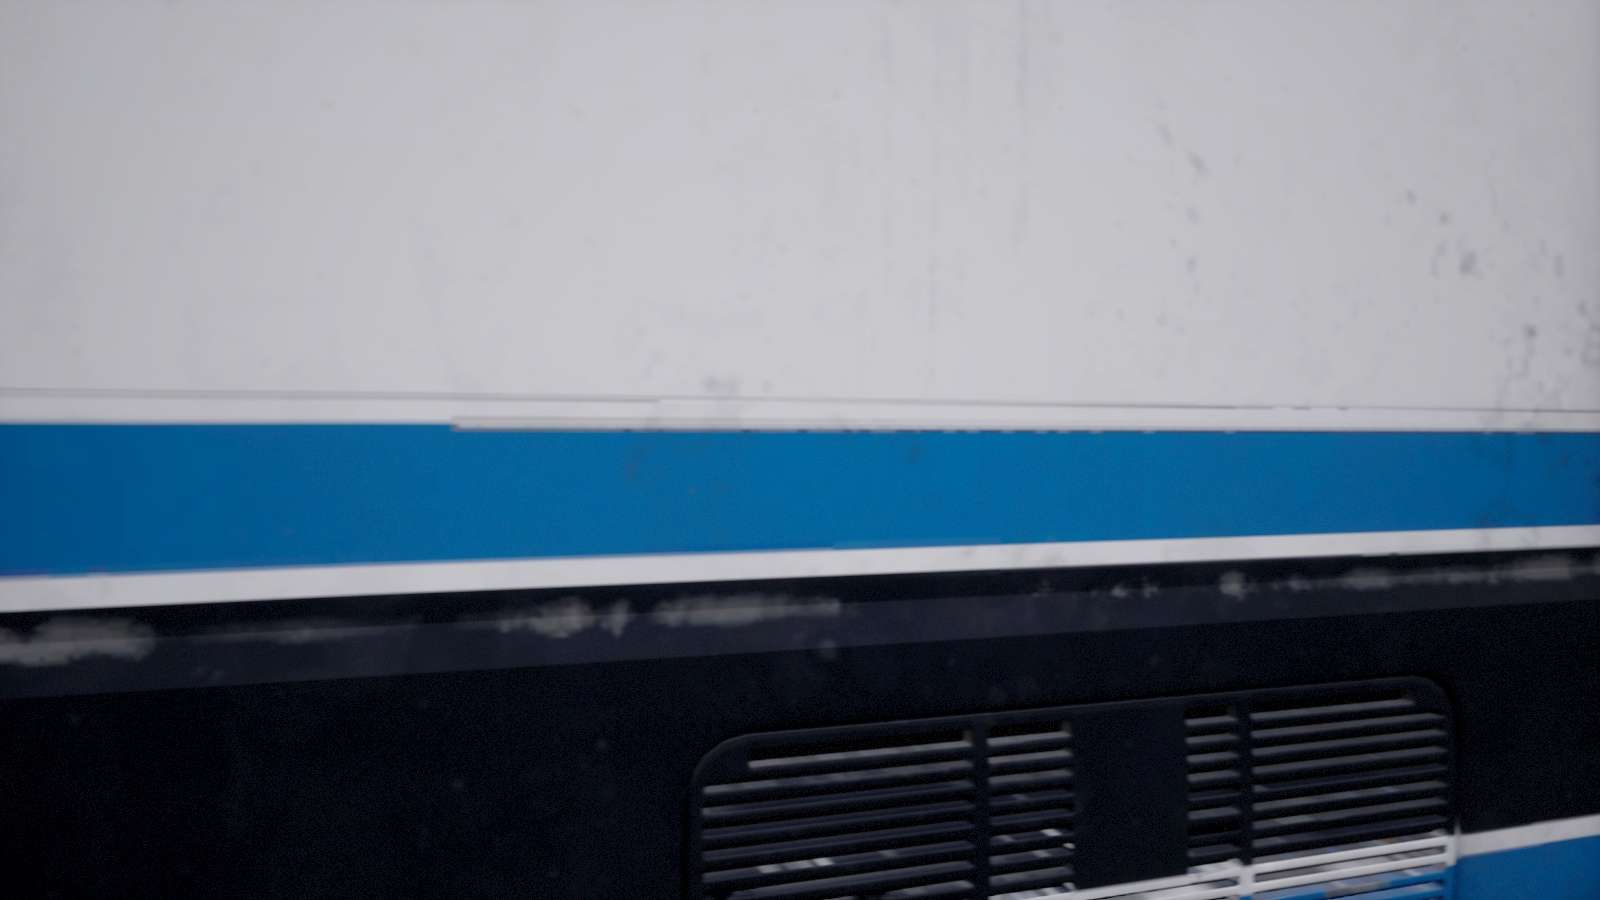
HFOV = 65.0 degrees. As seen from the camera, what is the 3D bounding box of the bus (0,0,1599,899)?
[{"bbox_3d":[-0.806,-0.618,2.917,10.273,4.253,3.944,-1,1,-21],"label":"bus"}]
